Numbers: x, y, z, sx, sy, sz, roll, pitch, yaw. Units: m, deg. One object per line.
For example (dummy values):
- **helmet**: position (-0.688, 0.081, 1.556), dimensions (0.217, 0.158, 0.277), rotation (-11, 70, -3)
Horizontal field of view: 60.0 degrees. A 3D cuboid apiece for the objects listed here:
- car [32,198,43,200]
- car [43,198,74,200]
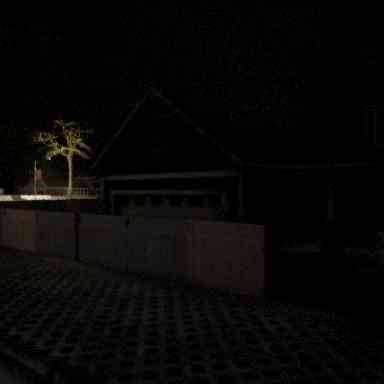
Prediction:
- **car**: position (-21.742, 1.580, 47.381), dimensions (2.033, 1.411, 5.357), rotation (0, 0, 28)
- **car**: position (-17.941, 1.579, 47.630), dimensions (2.033, 1.411, 5.357), rotation (0, 0, 28)
